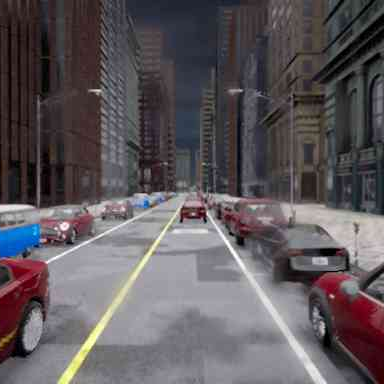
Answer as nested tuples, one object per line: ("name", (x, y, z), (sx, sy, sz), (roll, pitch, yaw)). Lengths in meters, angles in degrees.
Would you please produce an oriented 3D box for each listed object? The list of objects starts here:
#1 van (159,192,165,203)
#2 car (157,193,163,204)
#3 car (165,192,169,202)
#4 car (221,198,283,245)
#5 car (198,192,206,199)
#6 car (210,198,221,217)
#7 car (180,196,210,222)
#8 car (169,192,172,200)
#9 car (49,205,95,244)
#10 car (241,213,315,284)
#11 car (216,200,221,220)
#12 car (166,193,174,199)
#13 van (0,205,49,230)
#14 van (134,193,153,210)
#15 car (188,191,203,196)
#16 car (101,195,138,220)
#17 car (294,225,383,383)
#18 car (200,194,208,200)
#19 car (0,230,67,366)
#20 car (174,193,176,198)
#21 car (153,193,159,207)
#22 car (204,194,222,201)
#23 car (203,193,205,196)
("van", (-5.784, 1.013, 54.322), (1.690, 1.788, 3.998), (0, 0, 0))
("car", (-5.781, 1.254, 48.686), (2.008, 1.369, 4.403), (0, 0, 0))
("car", (-5.785, 1.080, 59.959), (1.967, 1.590, 4.097), (0, 0, 0))
("car", (2.754, 1.223, 14.878), (2.192, 1.841, 5.009), (0, 0, 0))
("car", (2.730, 0.922, 88.150), (1.967, 1.590, 4.097), (0, 0, 0))
("car", (2.751, 1.405, 26.152), (1.947, 1.339, 4.313), (0, 0, 0))
("car", (0.093, 1.323, 25.025), (1.882, 1.535, 5.008), (0, 1, 0))
("car", (-5.788, 0.922, 65.595), (2.192, 1.841, 5.009), (0, 0, 0))
("car", (-5.771, 1.348, 14.867), (1.967, 1.590, 4.097), (0, 0, 0))
("car", (2.757, 1.508, 9.243), (1.947, 1.339, 4.313), (0, 0, 0))
("car", (2.753, 1.418, 20.516), (1.887, 1.381, 4.507), (0, 0, 0))
("car", (-5.794, 1.065, 88.143), (1.802, 1.307, 4.206), (0, 0, 0))
("van", (-5.769, 1.284, 9.230), (1.690, 1.788, 3.998), (0, 0, 0))
("van", (-5.778, 1.111, 37.413), (1.690, 1.788, 3.998), (0, 0, 0))
("car", (0.085, 1.078, 44.804), (2.097, 1.767, 4.553), (0, 0, 0))
("car", (-5.774, 1.279, 26.140), (1.967, 1.590, 4.097), (0, 0, 0))
("car", (2.758, 1.417, 3.606), (1.967, 1.590, 4.097), (0, 0, 0))
("car", (2.735, 1.125, 76.878), (1.802, 1.307, 4.206), (0, 0, 0))
("car", (-3.101, 1.458, 3.111), (1.882, 1.535, 5.008), (0, 0, 0))
("car", (-5.792, 1.064, 82.506), (2.008, 1.369, 4.403), (0, 0, 0))
("car", (-5.779, 1.263, 42.881), (1.752, 1.417, 4.829), (0, 0, 0))
("car", (2.747, 1.210, 37.423), (1.967, 1.590, 4.097), (0, 0, 0))
("car", (2.744, 1.269, 48.696), (1.947, 1.339, 4.313), (0, 0, 0))
